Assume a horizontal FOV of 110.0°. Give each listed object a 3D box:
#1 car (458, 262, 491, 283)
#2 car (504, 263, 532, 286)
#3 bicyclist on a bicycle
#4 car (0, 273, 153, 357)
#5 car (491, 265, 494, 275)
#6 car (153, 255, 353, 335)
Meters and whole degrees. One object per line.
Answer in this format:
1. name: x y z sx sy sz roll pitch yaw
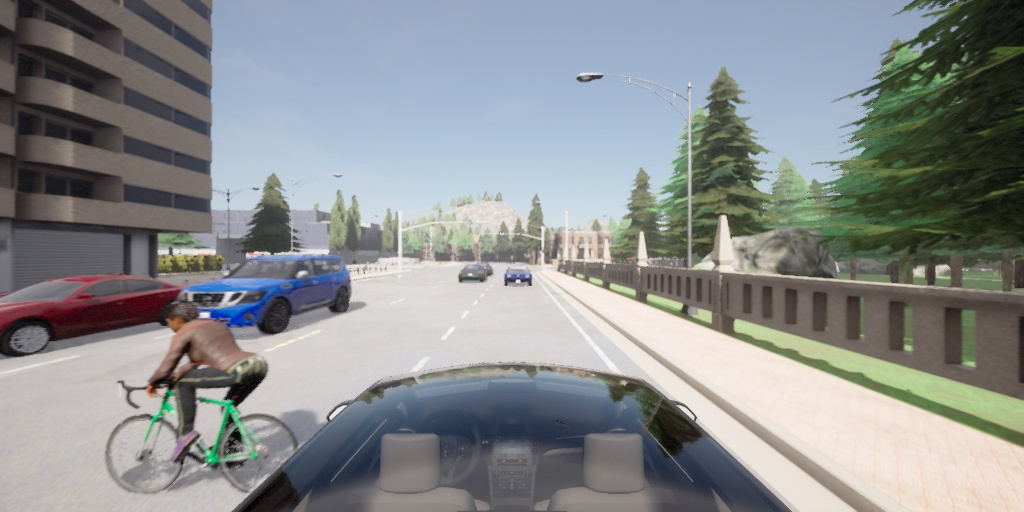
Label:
1. car: -3.057 1.334 28.536 1.994 1.385 4.181 0 0 1
2. car: 0.443 1.369 25.791 1.895 1.301 4.718 0 0 1
3. bicyclist on a bicycle: -2.602 1.203 3.004 1.656 1.620 0.582 -1 0 1
4. car: -10.489 1.230 8.765 1.882 1.535 5.008 0 0 1
5. car: -2.995 1.340 36.943 1.994 1.385 4.181 0 0 1
6. car: -6.950 0.975 10.907 2.150 2.045 5.566 0 0 1
